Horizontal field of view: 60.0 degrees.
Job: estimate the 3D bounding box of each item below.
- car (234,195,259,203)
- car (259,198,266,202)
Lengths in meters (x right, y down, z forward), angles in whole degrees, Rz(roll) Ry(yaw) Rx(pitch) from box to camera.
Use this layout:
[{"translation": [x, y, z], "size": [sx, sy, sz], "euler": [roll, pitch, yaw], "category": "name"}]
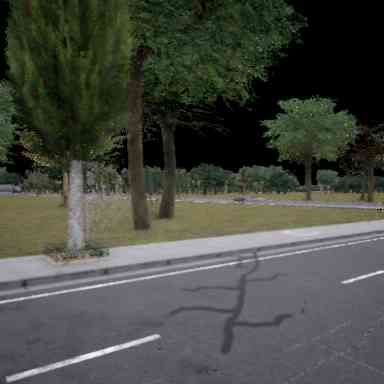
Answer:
[{"translation": [10.662, 1.421, 68.024], "size": [2.128, 1.511, 4.902], "euler": [0, 0, -36], "category": "car"}, {"translation": [13.315, 1.499, 69.904], "size": [1.895, 1.301, 4.718], "euler": [0, 0, -36], "category": "car"}]
